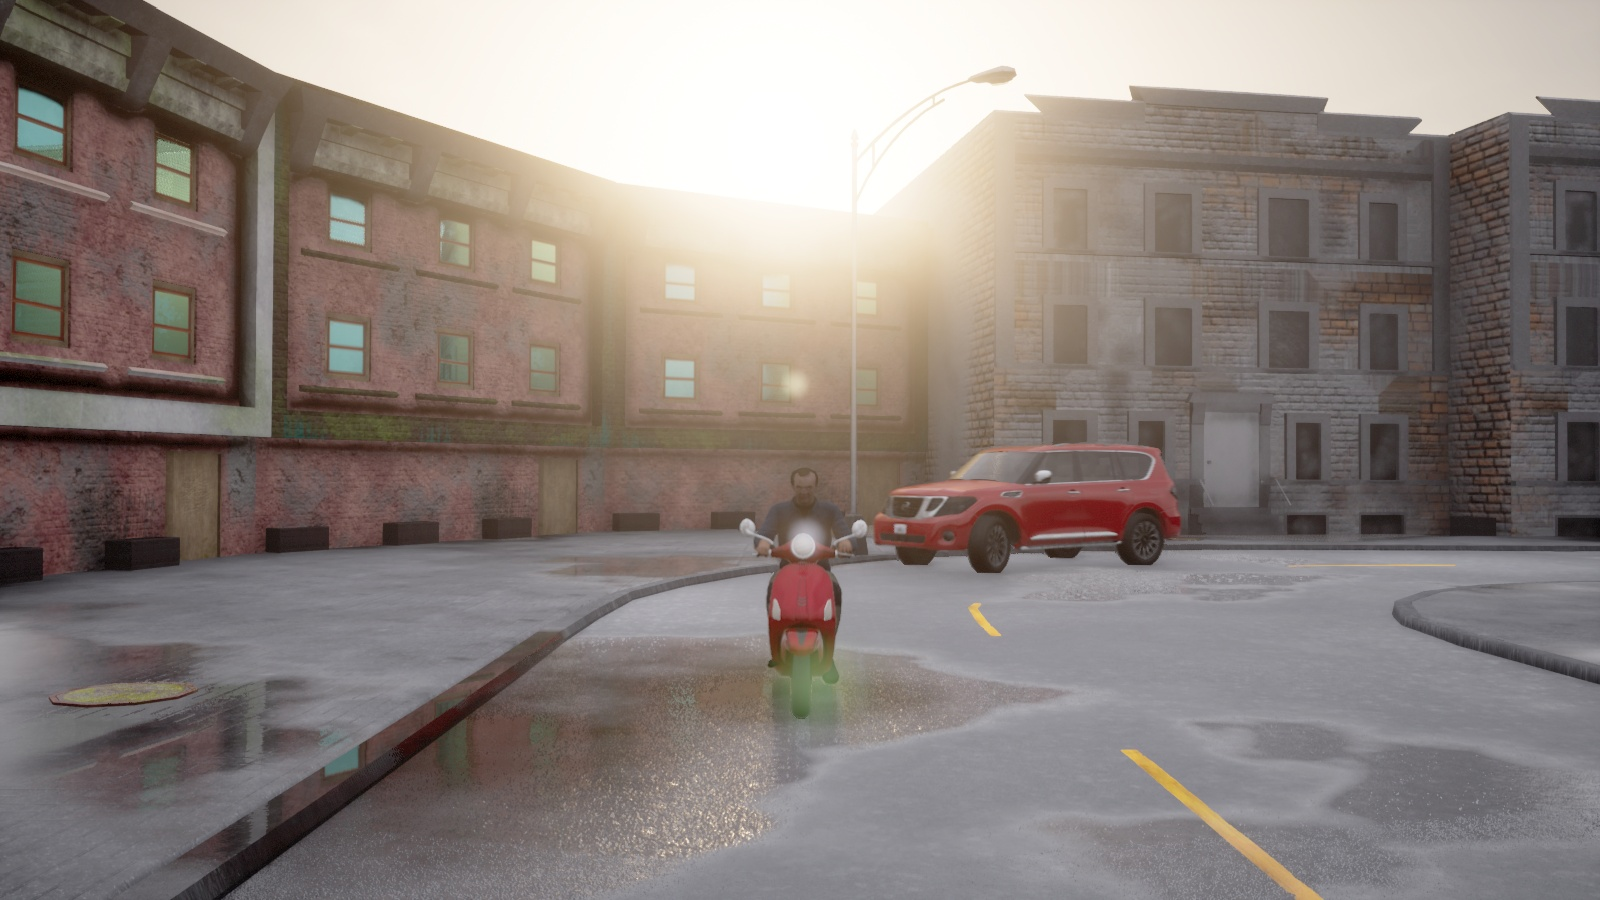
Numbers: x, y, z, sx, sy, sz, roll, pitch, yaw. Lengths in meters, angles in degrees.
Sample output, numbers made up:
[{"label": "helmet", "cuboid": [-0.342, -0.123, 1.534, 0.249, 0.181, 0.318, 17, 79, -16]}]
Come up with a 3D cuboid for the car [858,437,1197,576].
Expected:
[{"label": "car", "cuboid": [3.863, 0.870, 20.907, 5.566, 2.045, 2.150, 0, -1, -33]}]

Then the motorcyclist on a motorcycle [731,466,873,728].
[{"label": "motorcyclist on a motorcycle", "cuboid": [0.031, 0.912, 8.570, 0.866, 1.590, 1.817, 0, -1, 1]}]
